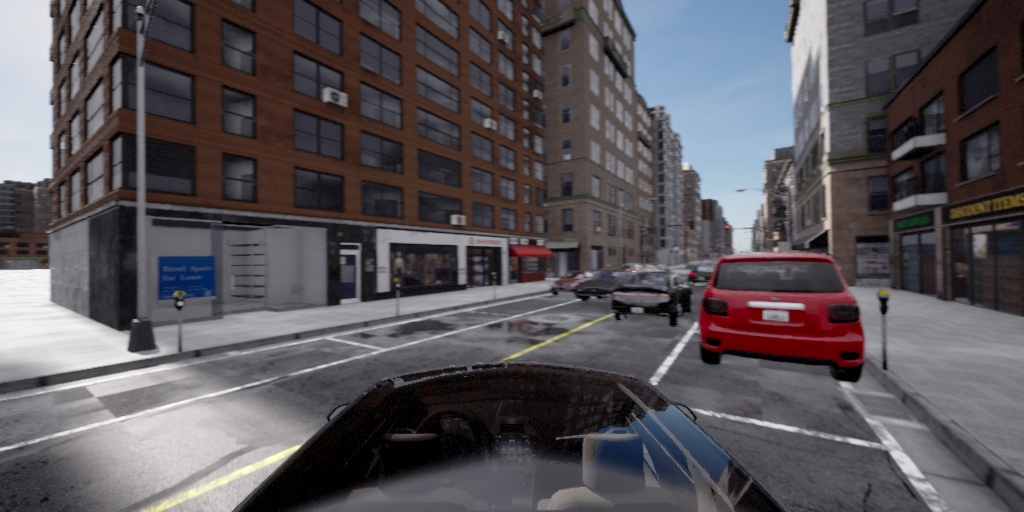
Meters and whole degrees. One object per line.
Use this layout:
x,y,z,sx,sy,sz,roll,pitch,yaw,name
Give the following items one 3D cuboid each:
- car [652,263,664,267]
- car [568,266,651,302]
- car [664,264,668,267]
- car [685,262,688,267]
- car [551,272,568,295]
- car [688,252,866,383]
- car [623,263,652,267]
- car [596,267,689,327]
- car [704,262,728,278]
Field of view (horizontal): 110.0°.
12.734,1.423,33.956,1.751,1.417,4.829,0,0,33,car
4.926,1.388,17.485,2.033,1.411,5.357,-1,-1,34,car
15.859,1.452,38.709,2.007,1.370,4.403,0,0,33,car
13.587,1.324,25.292,1.812,1.442,4.674,-1,-1,33,car
3.731,1.468,20.266,1.802,1.307,4.207,0,0,33,car
5.292,0.961,7.442,2.150,2.045,5.566,-1,-1,33,car
9.795,1.334,29.488,1.967,1.591,4.097,0,0,33,car
4.779,1.277,11.900,2.128,1.511,4.902,-1,-1,33,car
20.783,1.334,36.411,1.812,1.442,4.674,-1,-1,33,car
